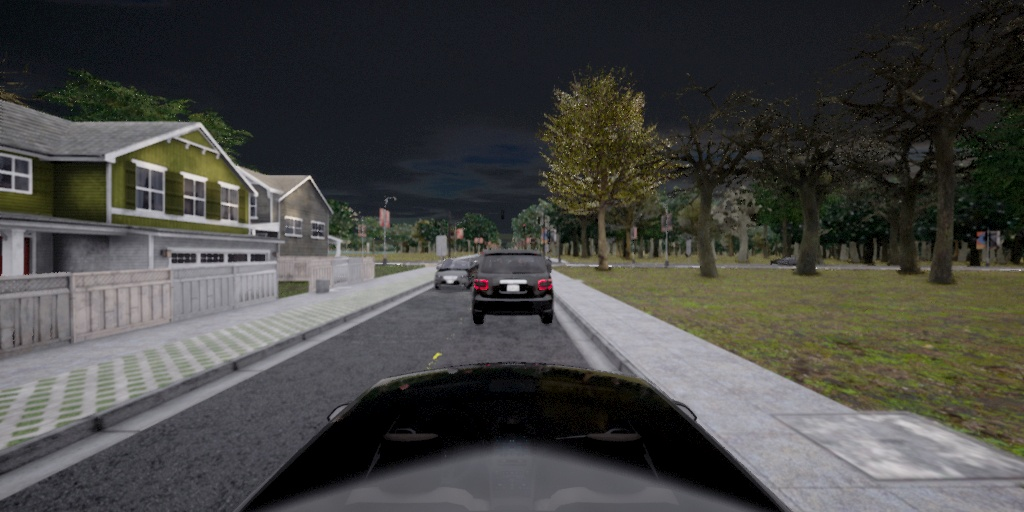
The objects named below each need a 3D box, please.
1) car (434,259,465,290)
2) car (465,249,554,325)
[{"bbox_3d":[-2.982,0.923,19.643,2.128,1.511,4.902,0,1,0],"label":"car"},{"bbox_3d":[0.005,0.805,11.261,2.150,2.045,5.566,0,1,0],"label":"car"}]
